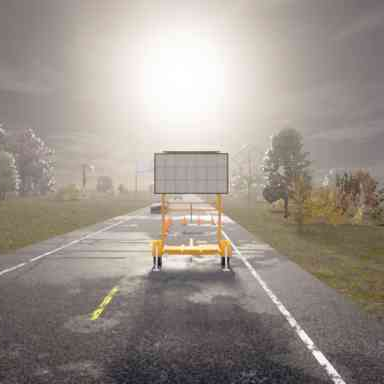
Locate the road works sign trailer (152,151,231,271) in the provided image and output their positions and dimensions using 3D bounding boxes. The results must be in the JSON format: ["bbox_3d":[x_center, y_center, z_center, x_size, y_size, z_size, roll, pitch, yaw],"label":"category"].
[{"bbox_3d":[-0.019,0.465,10.890,2.380,3.560,2.880,0,0,0],"label":"road works sign trailer"}]

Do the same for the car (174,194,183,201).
[{"bbox_3d":[-3.658,1.333,90.855,2.150,2.045,5.566,0,0,0],"label":"car"}]

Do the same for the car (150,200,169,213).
[{"bbox_3d":[-3.566,1.562,37.666,2.033,1.411,5.357,0,0,0],"label":"car"}]
